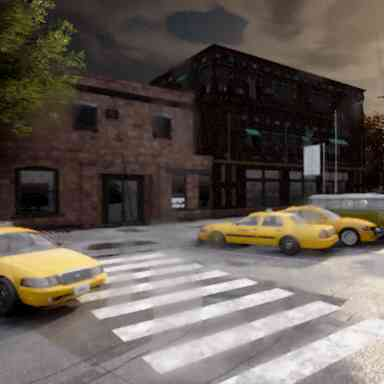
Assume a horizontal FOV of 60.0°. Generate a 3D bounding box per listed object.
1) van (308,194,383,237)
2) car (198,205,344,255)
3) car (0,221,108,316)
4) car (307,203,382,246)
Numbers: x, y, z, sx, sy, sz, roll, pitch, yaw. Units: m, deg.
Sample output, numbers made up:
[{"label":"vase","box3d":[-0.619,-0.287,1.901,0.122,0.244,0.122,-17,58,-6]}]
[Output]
[{"label":"van","box3d":[7.673,1.133,16.573,4.442,1.987,1.878,-1,0,34]},{"label":"car","box3d":[2.779,1.445,13.082,5.366,1.575,1.946,-1,0,34]},{"label":"car","box3d":[-4.224,1.476,7.601,5.366,1.575,1.946,-1,-1,34]},{"label":"car","box3d":[5.356,1.405,14.753,5.008,1.535,2.097,-1,-1,34]}]
